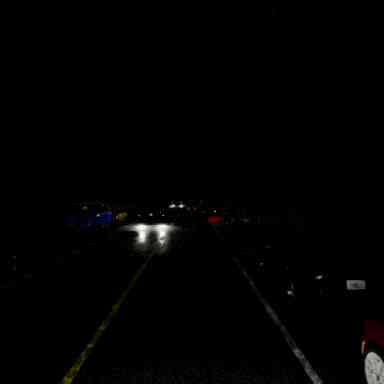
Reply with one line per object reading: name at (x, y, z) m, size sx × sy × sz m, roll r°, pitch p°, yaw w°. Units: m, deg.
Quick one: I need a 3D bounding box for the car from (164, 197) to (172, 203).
car at (-5.775, 1.991, 80.761) m, size 1.752 × 1.417 × 4.829 m, roll 0°, pitch 0°, yaw 0°

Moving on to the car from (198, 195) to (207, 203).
car at (2.748, 1.818, 86.572) m, size 2.192 × 1.841 × 5.009 m, roll 0°, pitch 0°, yaw 0°

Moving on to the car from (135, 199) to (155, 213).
car at (-5.771, 1.669, 41.475) m, size 1.967 × 1.590 × 4.097 m, roll 0°, pitch 0°, yaw 0°

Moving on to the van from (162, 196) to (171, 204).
van at (-5.775, 1.771, 75.296) m, size 1.690 × 1.788 × 3.998 m, roll 0°, pitch 0°, yaw 0°

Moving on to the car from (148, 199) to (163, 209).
car at (-5.771, 1.860, 52.748) m, size 1.947 × 1.339 × 4.313 m, roll 0°, pitch 0°, yaw 0°

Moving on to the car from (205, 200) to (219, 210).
car at (2.754, 1.843, 47.118) m, size 1.802 × 1.307 × 4.206 m, roll 0°, pitch 0°, yaw 0°

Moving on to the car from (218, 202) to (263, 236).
car at (2.757, 1.542, 18.937) m, size 1.967 × 1.590 × 4.097 m, roll 0°, pitch 0°, yaw 0°

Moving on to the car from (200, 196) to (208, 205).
car at (2.753, 1.909, 58.391) m, size 1.802 × 1.307 × 4.206 m, roll 0°, pitch 0°, yaw 0°

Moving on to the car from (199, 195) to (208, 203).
car at (2.749, 1.781, 80.936) m, size 2.192 × 1.841 × 5.009 m, roll 0°, pitch 0°, yaw 0°

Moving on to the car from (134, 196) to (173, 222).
car at (-3.104, 1.372, 27.989) m, size 2.150 × 2.045 × 5.566 m, roll 0°, pitch 0°, yaw 0°

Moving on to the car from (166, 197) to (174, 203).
car at (-5.775, 2.085, 86.567) m, size 1.802 × 1.307 × 4.206 m, roll 0°, pitch 0°, yaw 0°

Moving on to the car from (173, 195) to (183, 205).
car at (-3.008, 1.613, 69.097) m, size 2.150 × 2.045 × 5.566 m, roll 0°, pitch 0°, yaw 0°

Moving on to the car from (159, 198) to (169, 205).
car at (-5.773, 1.977, 69.658) m, size 1.802 × 1.307 × 4.206 m, roll 0°, pitch 0°, yaw 0°

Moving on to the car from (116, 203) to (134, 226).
car at (-5.768, 1.657, 24.396) m, size 1.752 × 1.417 × 4.829 m, roll 0°, pitch 0°, yaw 0°

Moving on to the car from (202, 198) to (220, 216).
car at (2.350, 1.700, 35.817) m, size 1.837 × 1.490 × 4.892 m, roll 0°, pitch 0°, yaw 0°

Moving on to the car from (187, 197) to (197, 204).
car at (-0.008, 1.826, 75.376) m, size 2.033 × 1.411 × 5.357 m, roll 0°, pitch 0°, yaw 0°

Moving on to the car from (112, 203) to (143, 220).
car at (-5.769, 1.715, 30.201) m, size 2.008 × 1.369 × 4.403 m, roll 0°, pitch 0°, yaw 0°

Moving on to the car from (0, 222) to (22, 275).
car at (-5.767, 1.482, 7.656) m, size 1.967 × 1.590 × 4.097 m, roll 0°, pitch 0°, yaw 0°

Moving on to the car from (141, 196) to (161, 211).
car at (-5.772, 1.577, 47.113) m, size 2.192 × 1.841 × 5.009 m, roll 0°, pitch 0°, yaw 0°

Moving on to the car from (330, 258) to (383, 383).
car at (2.759, 1.556, 2.029) m, size 1.887 × 1.381 × 4.507 m, roll 0°, pitch 0°, yaw 0°

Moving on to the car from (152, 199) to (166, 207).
car at (-5.772, 1.893, 58.384) m, size 1.947 × 1.339 × 4.313 m, roll 0°, pitch 0°, yaw 0°

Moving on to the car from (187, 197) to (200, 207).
car at (0.022, 1.925, 57.978) m, size 1.895 × 1.301 × 4.718 m, roll 0°, pitch 0°, yaw 1°

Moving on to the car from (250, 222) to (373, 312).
car at (2.759, 1.607, 7.665) m, size 1.947 × 1.339 × 4.313 m, roll 0°, pitch 0°, yaw 0°

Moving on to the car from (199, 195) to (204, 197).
car at (2.751, 1.835, 69.664) m, size 1.967 × 1.590 × 4.097 m, roll 0°, pitch 0°, yaw 0°

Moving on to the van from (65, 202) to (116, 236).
van at (-5.768, 1.443, 18.930) m, size 1.690 × 1.788 × 3.998 m, roll 0°, pitch 0°, yaw 0°
